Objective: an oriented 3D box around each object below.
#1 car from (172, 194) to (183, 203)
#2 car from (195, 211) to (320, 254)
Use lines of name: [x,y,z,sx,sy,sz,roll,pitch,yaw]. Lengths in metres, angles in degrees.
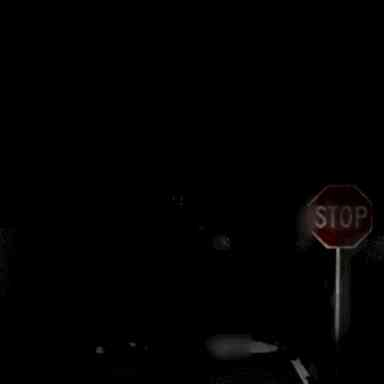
car: [-2.778,1.182,65.626,2.097,1.767,4.553,0,0,0]
car: [2.651,1.572,13.725,5.008,1.535,1.882,1,1,0]
